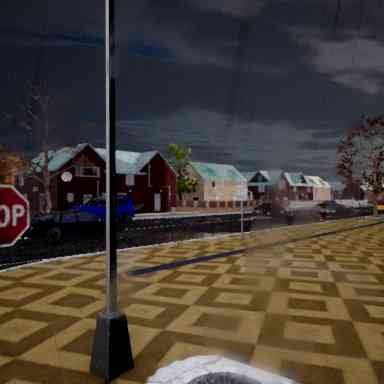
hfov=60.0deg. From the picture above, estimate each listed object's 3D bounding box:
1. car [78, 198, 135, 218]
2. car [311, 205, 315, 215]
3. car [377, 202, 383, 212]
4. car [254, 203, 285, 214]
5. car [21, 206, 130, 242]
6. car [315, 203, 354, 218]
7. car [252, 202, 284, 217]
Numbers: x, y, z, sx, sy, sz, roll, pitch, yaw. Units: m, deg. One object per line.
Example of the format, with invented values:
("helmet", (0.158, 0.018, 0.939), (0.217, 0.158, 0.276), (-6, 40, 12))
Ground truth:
("car", (-7.038, 1.474, 25.907), (2.150, 2.045, 5.566), (-1, -1, 43))
("car", (16.166, 2.062, 40.768), (1.812, 1.442, 4.674), (-1, -1, 42))
("car", (28.411, 2.191, 49.029), (1.882, 1.535, 5.008), (-1, -1, 43))
("car", (10.361, 2.176, 44.313), (1.895, 1.301, 4.718), (-1, -1, 44))
("car", (-6.143, 1.672, 17.078), (2.033, 1.411, 5.357), (-1, -1, 43))
("car", (15.312, 1.992, 35.121), (2.033, 1.411, 5.357), (-1, -1, 43))
("car", (8.769, 1.975, 37.924), (1.837, 1.490, 4.892), (-1, -1, 43))
